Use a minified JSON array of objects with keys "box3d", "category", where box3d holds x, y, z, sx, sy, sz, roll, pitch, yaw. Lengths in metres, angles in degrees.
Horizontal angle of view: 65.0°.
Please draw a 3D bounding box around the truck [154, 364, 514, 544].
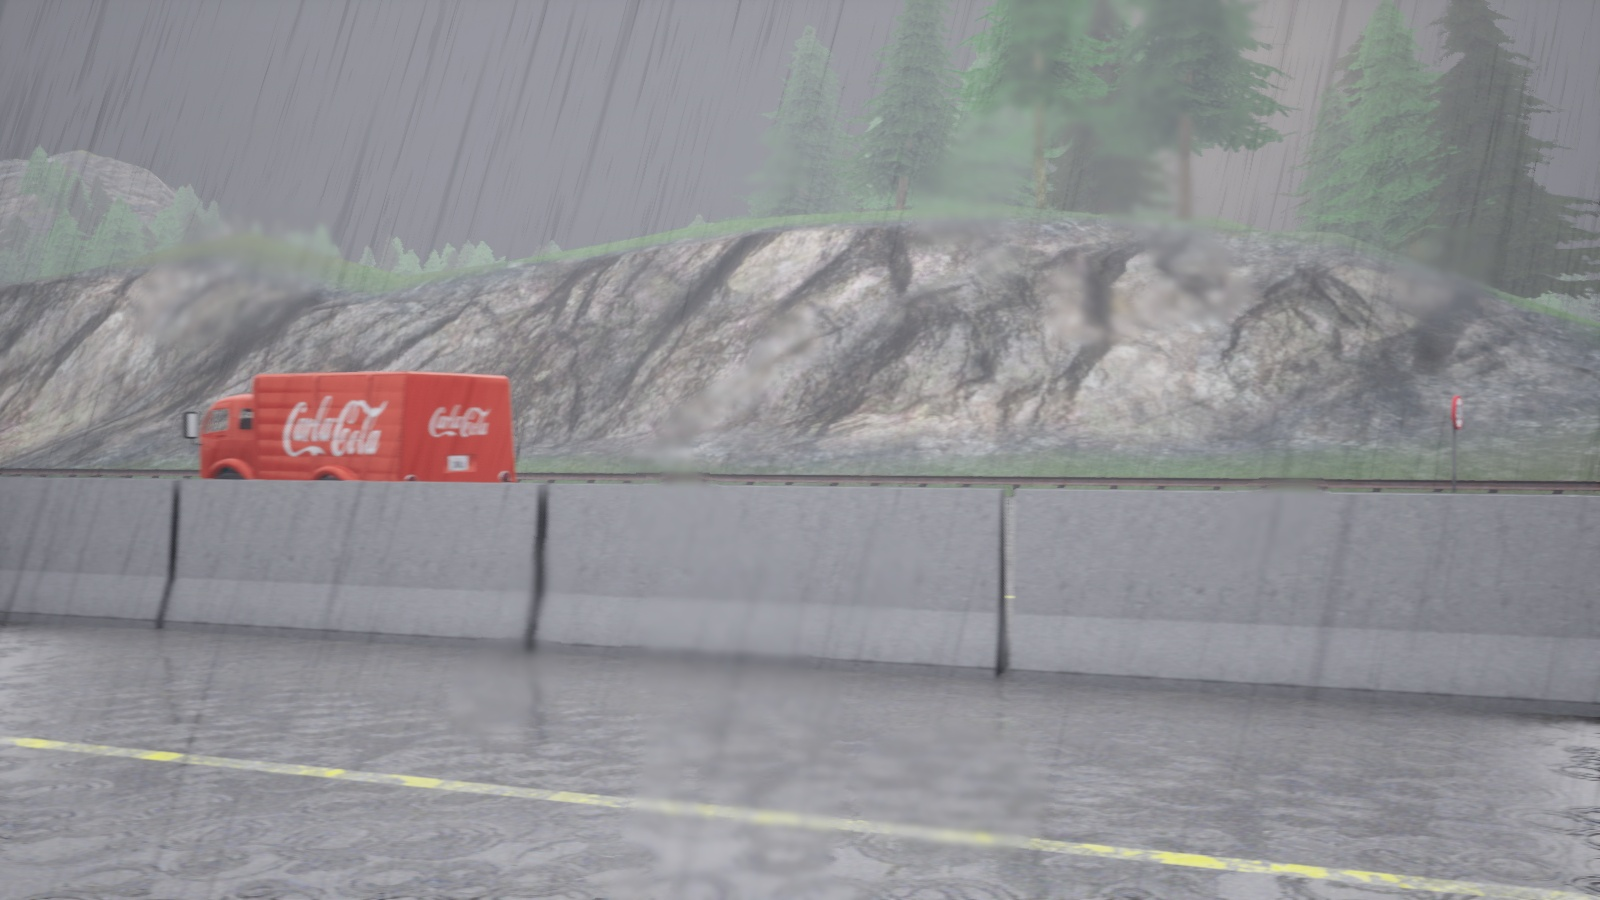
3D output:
[{"box3d":[-7.356,0.000,19.714,5.204,2.467,2.627,1,1,31],"category":"truck"}]
